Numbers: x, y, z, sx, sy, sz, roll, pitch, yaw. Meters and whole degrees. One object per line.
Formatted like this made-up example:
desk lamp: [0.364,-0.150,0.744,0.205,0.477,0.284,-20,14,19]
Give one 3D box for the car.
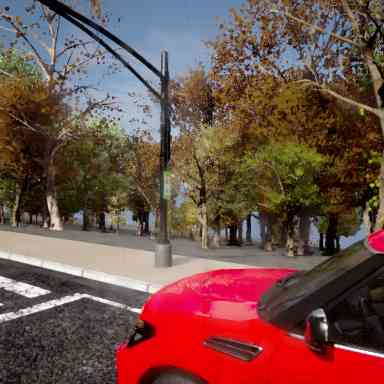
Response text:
car: [1.989,1.221,2.294,5.566,2.045,2.150,0,0,34]
